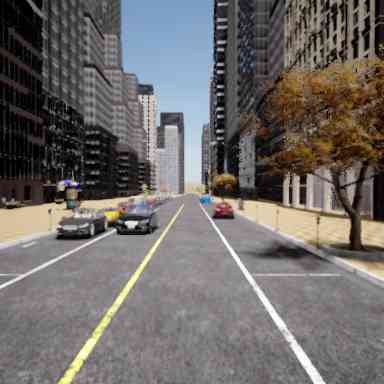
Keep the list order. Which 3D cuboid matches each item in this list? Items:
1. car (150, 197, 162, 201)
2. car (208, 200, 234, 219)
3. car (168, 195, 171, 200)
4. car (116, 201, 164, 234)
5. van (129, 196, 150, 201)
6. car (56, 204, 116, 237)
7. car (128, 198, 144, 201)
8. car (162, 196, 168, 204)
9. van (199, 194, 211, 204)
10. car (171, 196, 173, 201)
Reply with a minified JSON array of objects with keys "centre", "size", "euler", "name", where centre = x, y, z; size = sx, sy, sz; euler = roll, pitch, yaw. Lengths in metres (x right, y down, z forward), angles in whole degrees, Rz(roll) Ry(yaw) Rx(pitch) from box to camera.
[{"centre":[-5.695,1.539,45.815],"size":[1.887,1.381,4.507],"euler":[-1,0,0],"name":"car"},{"centre":[2.684,1.573,28.940],"size":[1.802,1.307,4.206],"euler":[-1,0,0],"name":"car"},{"centre":[-5.693,1.554,62.691],"size":[2.008,1.369,4.403],"euler":[-1,0,0],"name":"car"},{"centre":[-3.038,1.483,19.166],"size":[2.128,1.511,4.902],"euler":[0,0,0],"name":"car"},{"centre":[-5.700,1.333,34.565],"size":[1.690,1.788,3.998],"euler":[-1,0,0],"name":"van"},{"centre":[-5.698,1.542,17.690],"size":[2.008,1.369,4.403],"euler":[-1,0,0],"name":"car"},{"centre":[-5.697,1.535,28.941],"size":[1.887,1.381,4.507],"euler":[-1,0,0],"name":"car"},{"centre":[-5.693,1.551,57.066],"size":[2.008,1.369,4.403],"euler":[-1,0,0],"name":"car"},{"centre":[2.683,1.345,62.691],"size":[1.690,1.788,3.998],"euler":[-1,0,0],"name":"van"},{"centre":[-5.690,1.576,85.190],"size":[2.008,1.369,4.403],"euler":[-1,0,0],"name":"car"}]
